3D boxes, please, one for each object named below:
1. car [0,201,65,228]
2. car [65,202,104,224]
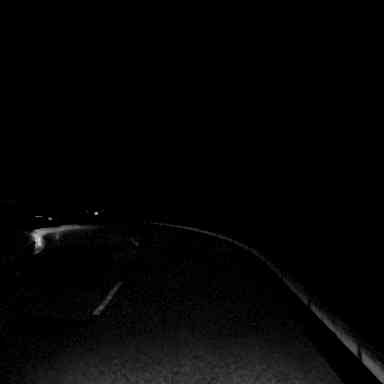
[{"bbox_3d":[-10.621,1.335,20.521,4.892,1.490,1.837,0,-2,21],"label":"car"},{"bbox_3d":[-8.179,1.403,23.396,4.181,1.385,1.994,0,0,31],"label":"car"}]
